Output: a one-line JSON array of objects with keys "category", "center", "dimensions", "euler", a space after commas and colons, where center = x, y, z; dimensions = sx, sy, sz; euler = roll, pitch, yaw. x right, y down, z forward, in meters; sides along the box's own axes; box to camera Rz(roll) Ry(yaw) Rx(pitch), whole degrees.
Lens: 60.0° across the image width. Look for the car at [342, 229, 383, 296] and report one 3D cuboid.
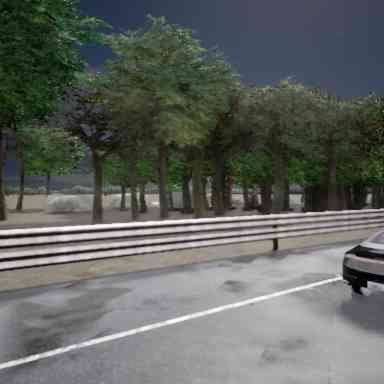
[{"category": "car", "center": [5.324, 1.489, 7.367], "dimensions": [4.902, 1.511, 2.128], "euler": [0, 0, -34]}]
